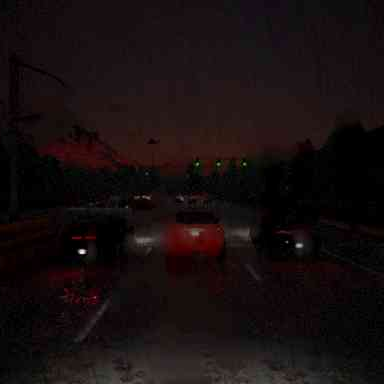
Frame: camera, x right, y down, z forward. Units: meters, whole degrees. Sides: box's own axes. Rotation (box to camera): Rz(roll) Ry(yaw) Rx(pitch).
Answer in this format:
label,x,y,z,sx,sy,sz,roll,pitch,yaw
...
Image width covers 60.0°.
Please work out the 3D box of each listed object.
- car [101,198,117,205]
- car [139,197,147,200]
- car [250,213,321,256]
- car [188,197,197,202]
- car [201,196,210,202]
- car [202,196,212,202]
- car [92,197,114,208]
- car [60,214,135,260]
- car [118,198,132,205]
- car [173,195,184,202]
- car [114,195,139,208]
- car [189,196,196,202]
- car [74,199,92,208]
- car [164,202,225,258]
label,x,y,z,sx,sy,sz,roll,pitch,yaw
car,-17.427,1.987,69.786,2.033,1.411,5.357,0,0,0
car,-10.428,1.800,69.260,2.097,1.767,4.553,0,0,0
car,3.604,1.582,13.553,2.128,1.511,4.902,0,0,0
car,0.081,2.016,77.566,2.128,1.511,4.902,0,0,0
car,3.592,1.925,87.983,2.128,1.511,4.902,0,0,0
car,3.581,2.017,77.562,2.128,1.511,4.902,0,0,0
car,-14.005,1.695,53.715,2.097,1.767,4.553,0,0,0
car,-3.398,1.589,12.729,1.837,1.490,4.892,0,0,0
car,-13.928,1.968,69.286,1.812,1.442,4.674,0,0,0
car,-3.419,2.018,77.986,1.812,1.442,4.674,0,0,0
car,-10.502,1.569,53.921,2.150,2.045,5.566,0,-1,0
car,0.092,1.923,87.987,1.812,1.442,4.674,0,0,0
car,-17.496,1.893,54.117,2.033,1.411,5.357,0,0,1
car,0.103,1.437,13.304,2.097,1.767,4.553,0,-1,0
